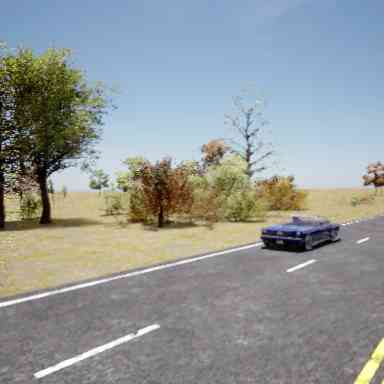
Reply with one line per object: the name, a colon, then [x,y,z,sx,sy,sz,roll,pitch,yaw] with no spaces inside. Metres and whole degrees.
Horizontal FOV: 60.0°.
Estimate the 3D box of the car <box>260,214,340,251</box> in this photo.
car: [4.889,1.680,14.718,1.895,1.301,4.718,-1,-1,41]
